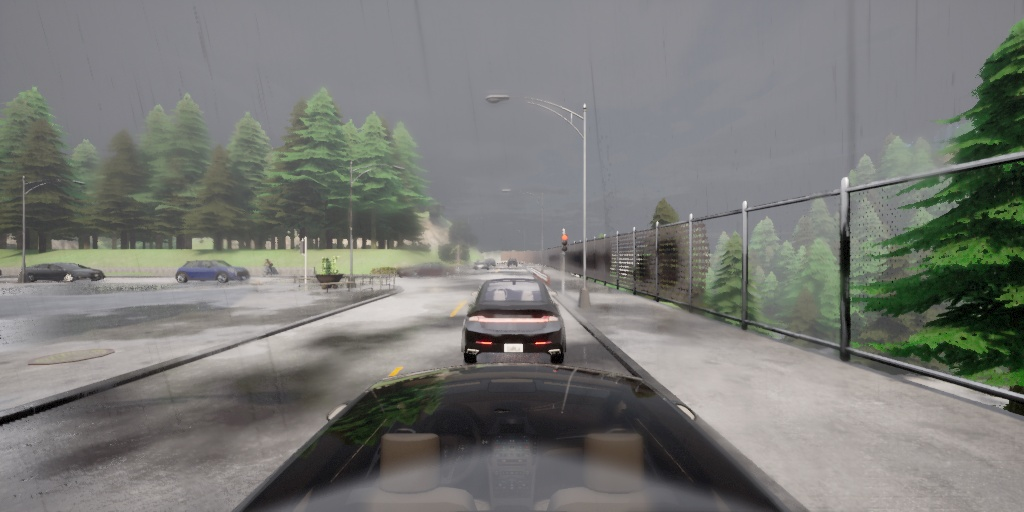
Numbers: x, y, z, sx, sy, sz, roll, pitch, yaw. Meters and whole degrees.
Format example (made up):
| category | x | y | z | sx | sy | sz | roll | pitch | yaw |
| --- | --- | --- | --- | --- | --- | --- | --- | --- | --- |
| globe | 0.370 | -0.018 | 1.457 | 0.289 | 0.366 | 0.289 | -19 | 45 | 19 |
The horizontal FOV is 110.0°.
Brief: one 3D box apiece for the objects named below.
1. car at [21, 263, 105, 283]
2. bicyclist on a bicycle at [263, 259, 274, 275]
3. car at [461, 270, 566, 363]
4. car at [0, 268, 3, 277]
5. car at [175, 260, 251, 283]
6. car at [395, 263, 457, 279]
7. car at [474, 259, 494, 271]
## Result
| category | x | y | z | sx | sy | sz | roll | pitch | yaw |
| --- | --- | --- | --- | --- | --- | --- | --- | --- | --- |
| car | -33.946 | 1.255 | 27.184 | 4.892 | 1.490 | 1.837 | 0 | 0 | 0 |
| bicyclist on a bicycle | -24.155 | 1.099 | 35.572 | 0.582 | 1.620 | 1.656 | 0 | 0 | 0 |
| car | 0.047 | 1.241 | 8.092 | 2.128 | 1.511 | 4.902 | 0 | 0 | 1 |
| car | -47.623 | 1.276 | 31.333 | 4.674 | 1.442 | 1.812 | 0 | 0 | 1 |
| car | -22.531 | 1.102 | 27.173 | 4.553 | 1.767 | 2.097 | 0 | 0 | 0 |
| car | -7.579 | 1.297 | 32.137 | 5.357 | 1.411 | 2.033 | 0 | 0 | -37 |
| car | -4.096 | 1.241 | 49.318 | 2.128 | 1.511 | 4.902 | 0 | 0 | 0 |
